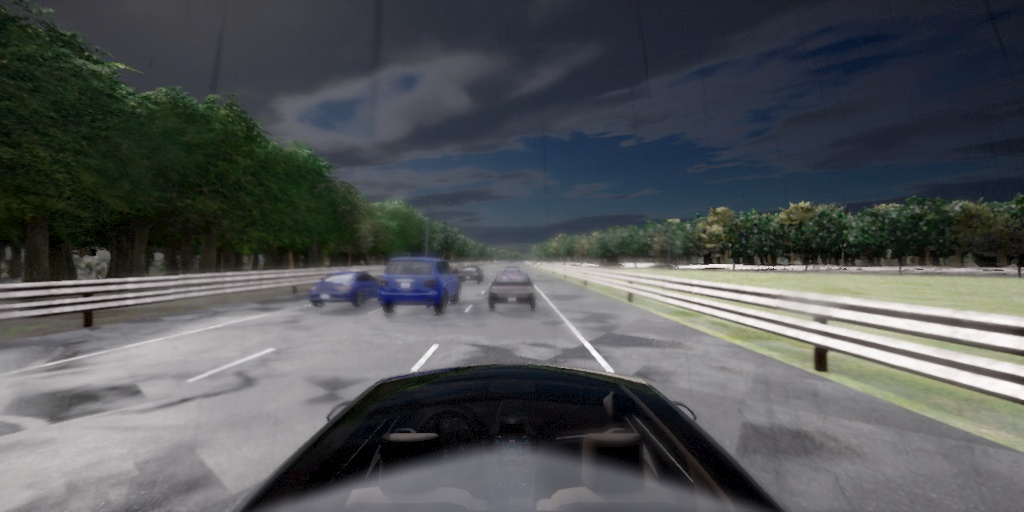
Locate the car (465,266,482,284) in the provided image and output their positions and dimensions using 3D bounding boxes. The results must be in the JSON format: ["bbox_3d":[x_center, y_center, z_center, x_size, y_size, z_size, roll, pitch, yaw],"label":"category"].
[{"bbox_3d":[-3.482,1.573,30.773,1.812,1.442,4.674,0,0,0],"label":"car"}]

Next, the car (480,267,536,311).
[{"bbox_3d":[0.019,1.379,15.371,2.128,1.511,4.902,0,0,0],"label":"car"}]

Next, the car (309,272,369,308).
[{"bbox_3d":[-6.981,1.403,15.762,1.812,1.442,4.674,0,-1,0],"label":"car"}]

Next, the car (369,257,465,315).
[{"bbox_3d":[-3.481,1.091,14.446,2.150,2.045,5.566,1,-1,0],"label":"car"}]
